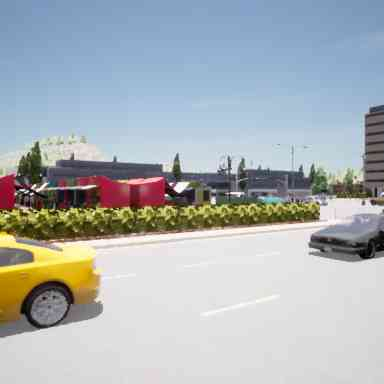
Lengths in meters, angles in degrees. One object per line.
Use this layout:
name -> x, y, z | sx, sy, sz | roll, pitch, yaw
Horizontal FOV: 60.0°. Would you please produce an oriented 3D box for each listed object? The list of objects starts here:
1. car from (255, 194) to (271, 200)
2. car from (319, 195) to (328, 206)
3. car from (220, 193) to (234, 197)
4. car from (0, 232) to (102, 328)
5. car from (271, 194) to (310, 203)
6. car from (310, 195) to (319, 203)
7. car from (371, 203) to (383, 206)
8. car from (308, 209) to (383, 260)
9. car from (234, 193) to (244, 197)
car -> 15.238, 1.450, 66.654 | 1.970, 1.475, 3.806 | 0, 0, -33
car -> 18.691, 1.450, 50.861 | 1.970, 1.475, 3.806 | 0, 0, -33
car -> 7.927, 1.210, 82.747 | 1.905, 1.878, 3.866 | 0, 0, -33
car -> -4.058, 1.478, 5.467 | 5.008, 1.535, 1.882 | 0, 0, -34
car -> 14.052, 1.208, 47.762 | 1.932, 1.855, 4.605 | 0, 0, -33
car -> 16.269, 1.418, 49.275 | 1.784, 1.438, 3.905 | 0, 0, -33
car -> 13.252, 1.564, 21.126 | 4.181, 1.385, 1.994 | 0, 0, -33
car -> 6.792, 1.546, 12.683 | 5.357, 1.411, 2.033 | 0, 0, -34
car -> 10.378, 1.208, 84.288 | 1.932, 1.855, 4.605 | 0, 0, -33
